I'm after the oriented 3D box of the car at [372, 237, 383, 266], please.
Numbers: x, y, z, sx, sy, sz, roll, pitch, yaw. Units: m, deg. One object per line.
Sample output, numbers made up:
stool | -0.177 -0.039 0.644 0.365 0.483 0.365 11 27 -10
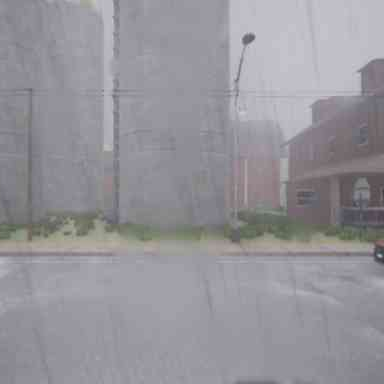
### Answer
car | 7.918 1.573 9.610 5.008 1.535 1.882 0 -1 0
